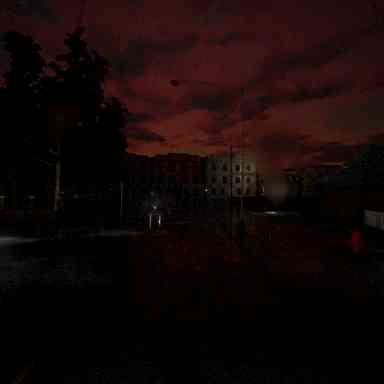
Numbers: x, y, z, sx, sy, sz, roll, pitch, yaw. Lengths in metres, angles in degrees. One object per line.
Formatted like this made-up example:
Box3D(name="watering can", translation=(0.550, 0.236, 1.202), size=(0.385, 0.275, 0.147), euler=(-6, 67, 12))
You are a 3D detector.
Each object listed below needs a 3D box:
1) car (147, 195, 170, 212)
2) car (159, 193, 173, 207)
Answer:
Box3D(name="car", translation=(-4.139, 1.491, 39.465), size=(2.128, 1.511, 4.902), euler=(0, 0, 0))
Box3D(name="car", translation=(-4.118, 1.221, 50.054), size=(2.150, 2.045, 5.566), euler=(0, 0, 1))
